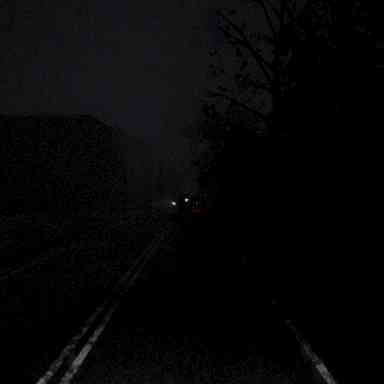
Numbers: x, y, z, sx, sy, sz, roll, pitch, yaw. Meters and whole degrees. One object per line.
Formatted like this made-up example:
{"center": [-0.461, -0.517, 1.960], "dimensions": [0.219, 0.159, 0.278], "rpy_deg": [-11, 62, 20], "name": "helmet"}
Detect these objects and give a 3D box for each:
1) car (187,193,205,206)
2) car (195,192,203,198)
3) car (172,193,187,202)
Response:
{"center": [0.694, 1.151, 45.441], "dimensions": [1.837, 1.490, 4.892], "rpy_deg": [0, 1, 1], "name": "car"}
{"center": [1.713, 0.806, 81.366], "dimensions": [1.895, 1.301, 4.718], "rpy_deg": [0, 1, 2], "name": "car"}
{"center": [-2.362, 1.067, 57.798], "dimensions": [1.994, 1.385, 4.181], "rpy_deg": [0, 1, 2], "name": "car"}
